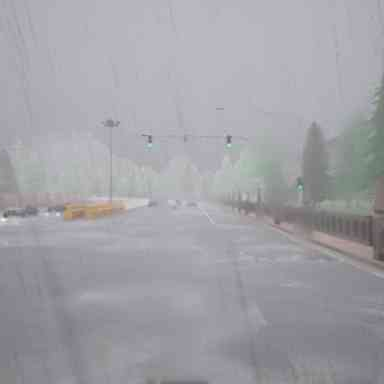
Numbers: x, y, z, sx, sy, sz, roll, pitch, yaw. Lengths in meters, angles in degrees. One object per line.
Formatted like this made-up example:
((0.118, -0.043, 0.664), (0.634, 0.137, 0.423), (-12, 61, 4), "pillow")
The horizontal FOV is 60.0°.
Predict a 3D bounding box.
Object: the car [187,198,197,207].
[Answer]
((0.004, 2.118, 62.203), (2.033, 1.411, 5.357), (0, -1, 0), "car")

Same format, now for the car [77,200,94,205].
((-17.533, 2.049, 54.898), (2.033, 1.411, 5.357), (0, -1, 1), "car")

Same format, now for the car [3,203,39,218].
((-17.579, 1.878, 34.394), (1.994, 1.385, 4.181), (0, -1, 0), "car")

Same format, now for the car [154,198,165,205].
((-6.995, 1.998, 72.625), (1.837, 1.490, 4.892), (0, -1, 0), "car")

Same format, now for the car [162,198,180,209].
((-3.410, 2.021, 54.029), (1.812, 1.442, 4.674), (0, -1, 0), "car")

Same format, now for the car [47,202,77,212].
((-17.570, 2.007, 44.497), (1.895, 1.301, 4.718), (0, -1, 0), "car")

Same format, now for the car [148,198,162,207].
((-6.996, 1.925, 62.592), (2.097, 1.767, 4.553), (0, -1, 0), "car")

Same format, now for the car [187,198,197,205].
((0.005, 2.038, 72.625), (2.033, 1.411, 5.357), (0, -1, 0), "car")
